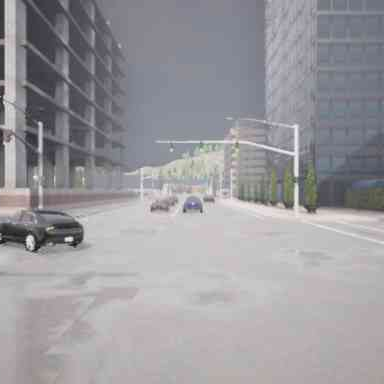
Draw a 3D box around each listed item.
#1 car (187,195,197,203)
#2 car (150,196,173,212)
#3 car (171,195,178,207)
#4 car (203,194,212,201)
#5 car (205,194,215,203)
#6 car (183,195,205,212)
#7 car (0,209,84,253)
[{"bbox_3d":[0.015,1.431,69.774,2.033,1.411,5.357,0,0,0],"label":"car"},{"bbox_3d":[-3.568,1.505,37.894,1.994,1.385,4.181,0,0,1],"label":"car"},{"bbox_3d":[-3.548,1.487,49.846,1.994,1.385,4.181,0,0,0],"label":"car"},{"bbox_3d":[3.516,1.257,75.044,1.882,1.535,5.008,0,0,0],"label":"car"},{"bbox_3d":[3.516,1.374,66.339,1.882,1.535,5.008,0,0,0],"label":"car"},{"bbox_3d":[0.109,1.293,37.824,2.097,1.767,4.553,0,0,0],"label":"car"},{"bbox_3d":[-6.405,1.484,13.674,4.892,1.490,1.837,0,-2,38],"label":"car"}]
